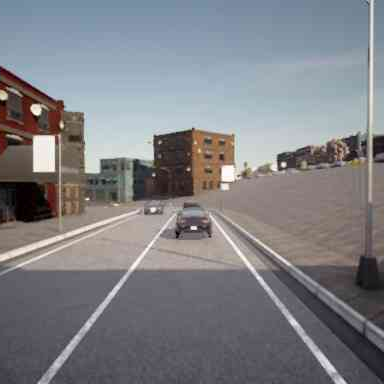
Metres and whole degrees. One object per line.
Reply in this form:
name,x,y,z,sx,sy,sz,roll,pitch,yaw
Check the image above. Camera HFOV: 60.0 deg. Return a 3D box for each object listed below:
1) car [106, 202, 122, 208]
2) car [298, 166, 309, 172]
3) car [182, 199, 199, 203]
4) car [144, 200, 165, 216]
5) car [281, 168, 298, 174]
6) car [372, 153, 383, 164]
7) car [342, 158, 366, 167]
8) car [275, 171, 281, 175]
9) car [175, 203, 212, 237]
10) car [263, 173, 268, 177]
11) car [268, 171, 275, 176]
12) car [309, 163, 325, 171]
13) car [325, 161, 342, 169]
car,-16.962,2.843,72.395,1.895,1.301,4.718,-1,-2,-36
car,21.713,-4.043,60.385,2.231,1.521,4.892,0,1,-1
car,-0.147,1.591,38.317,1.882,1.535,5.008,0,-1,-3
car,-3.742,1.556,33.848,2.128,1.511,4.902,0,-1,-2
car,21.471,-4.300,71.322,2.185,1.767,4.553,0,1,-1
car,22.902,-3.791,38.283,2.185,1.767,4.553,0,1,-5
car,22.432,-3.767,43.789,2.097,1.535,5.008,0,1,-4
car,21.350,-4.199,76.815,2.002,1.452,4.674,0,1,-1
car,0.081,1.520,17.839,1.812,1.442,4.674,0,0,0
car,21.103,-4.491,88.007,2.185,1.767,4.553,0,1,-1
car,21.224,-4.431,82.488,2.185,1.767,4.553,0,1,-1
car,21.843,-3.965,54.867,2.231,1.521,4.892,0,1,-1
car,22.078,-3.828,49.326,2.002,1.452,4.674,0,1,-3
